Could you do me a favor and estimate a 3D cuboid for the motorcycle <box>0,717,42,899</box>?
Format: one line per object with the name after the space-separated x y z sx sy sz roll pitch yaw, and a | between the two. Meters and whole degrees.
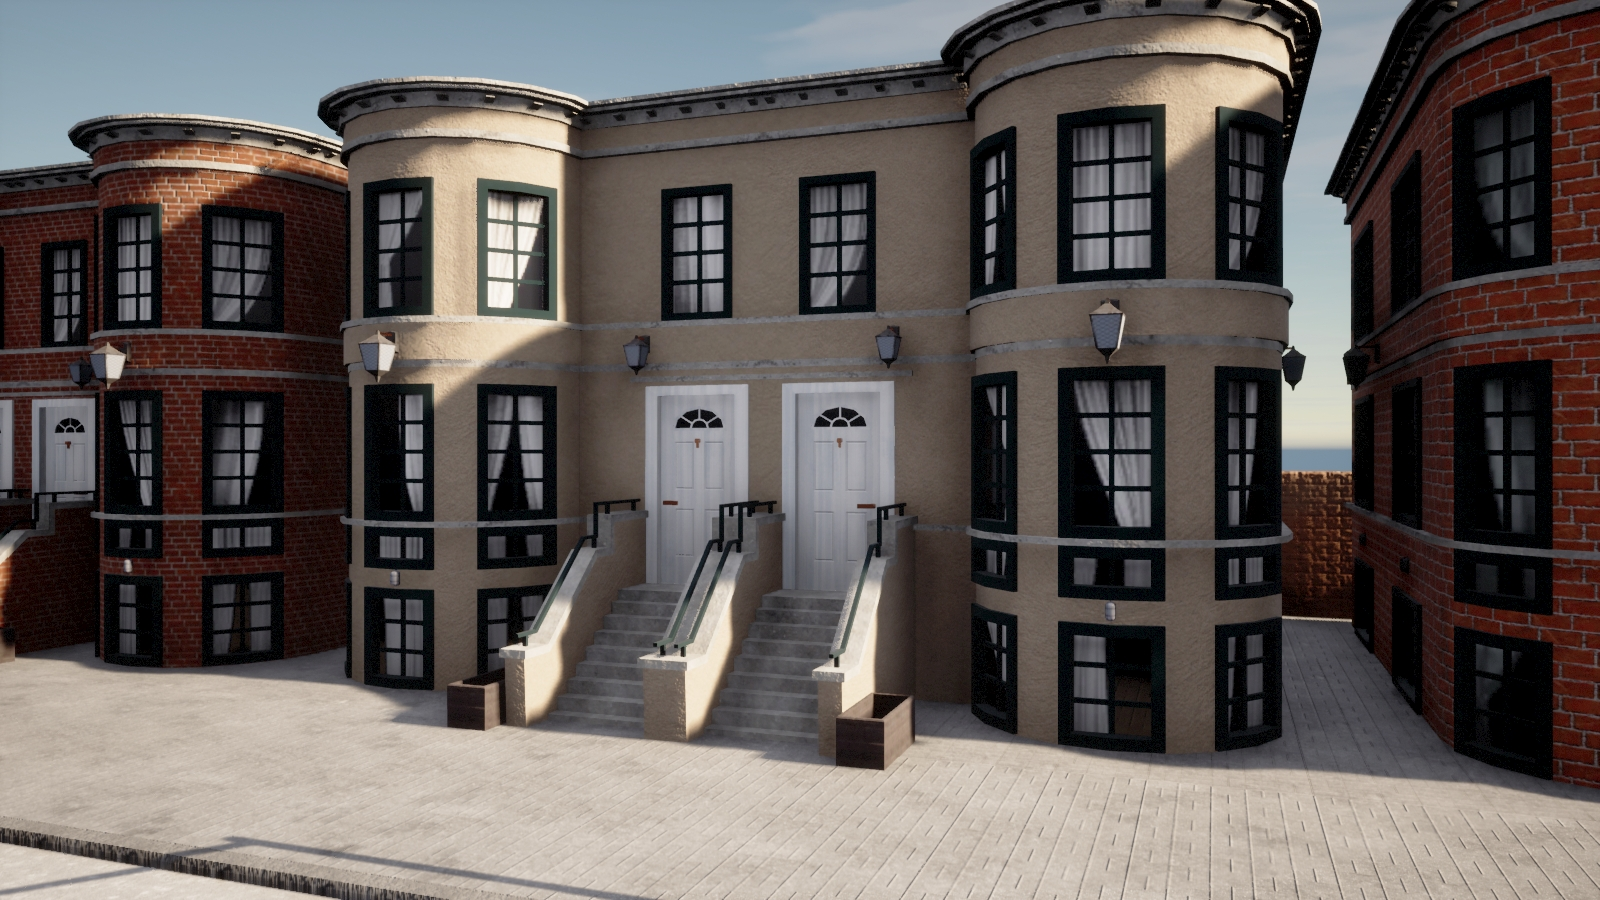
-4.748 1.965 5.561 1.805 1.236 0.856 0 0 20 | motorcycle
